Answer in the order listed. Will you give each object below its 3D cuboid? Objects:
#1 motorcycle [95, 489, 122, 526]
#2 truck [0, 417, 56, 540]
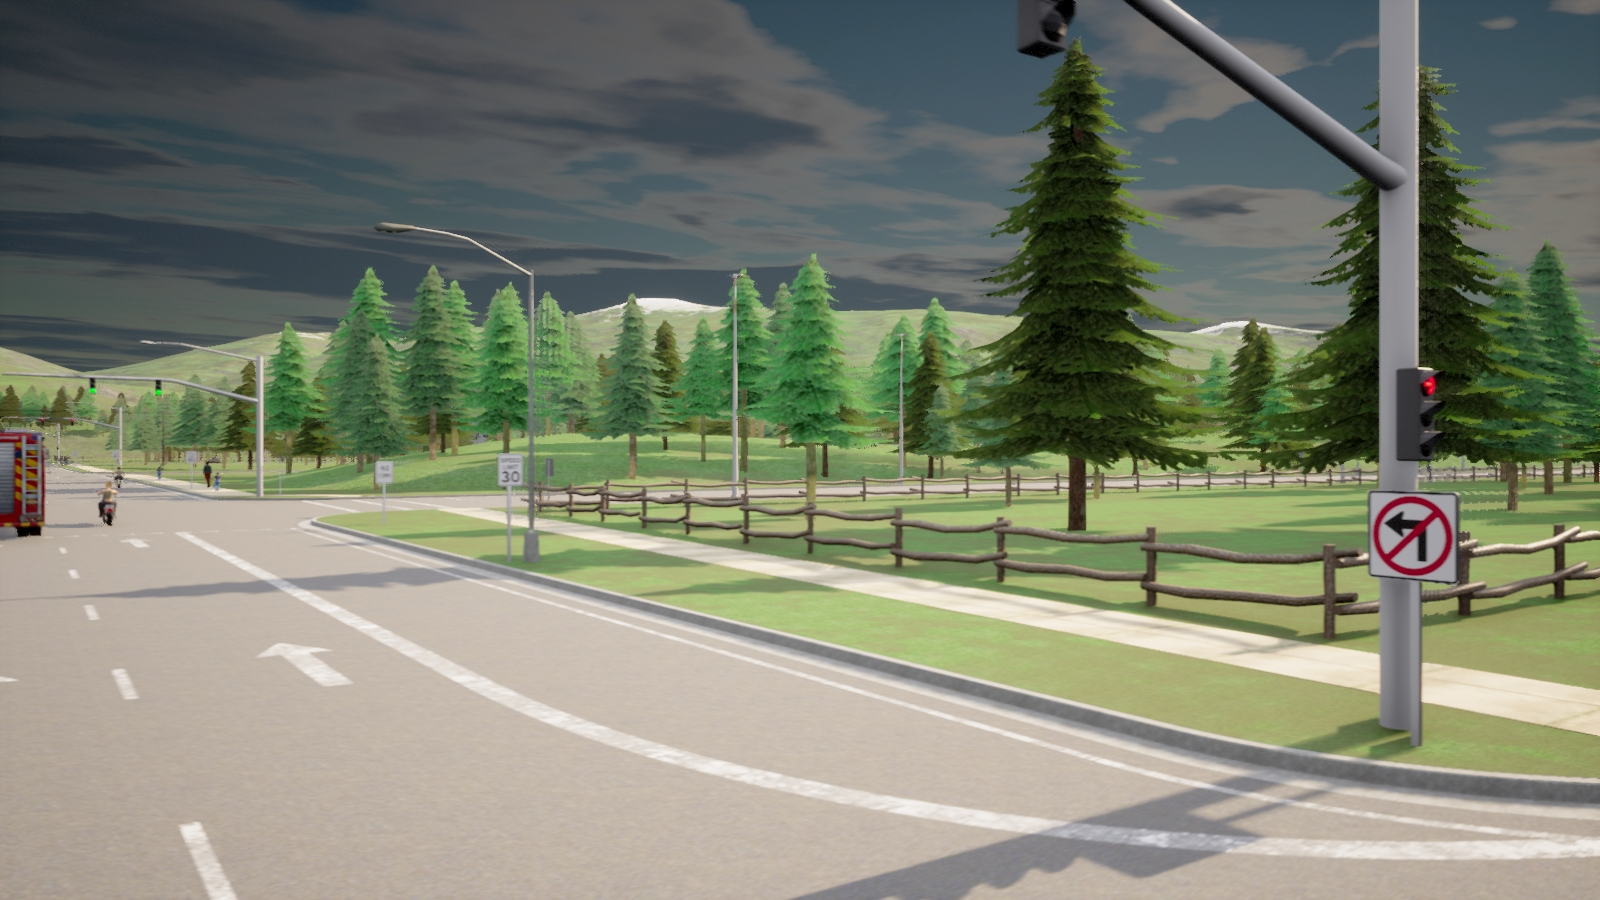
[{"bbox_3d":[-26.109,2.153,43.115,0.764,1.307,2.356,0,0,-34],"label":"motorcycle"},{"bbox_3d":[-27.416,0.890,39.261,2.891,3.827,8.468,0,0,-34],"label":"truck"}]
